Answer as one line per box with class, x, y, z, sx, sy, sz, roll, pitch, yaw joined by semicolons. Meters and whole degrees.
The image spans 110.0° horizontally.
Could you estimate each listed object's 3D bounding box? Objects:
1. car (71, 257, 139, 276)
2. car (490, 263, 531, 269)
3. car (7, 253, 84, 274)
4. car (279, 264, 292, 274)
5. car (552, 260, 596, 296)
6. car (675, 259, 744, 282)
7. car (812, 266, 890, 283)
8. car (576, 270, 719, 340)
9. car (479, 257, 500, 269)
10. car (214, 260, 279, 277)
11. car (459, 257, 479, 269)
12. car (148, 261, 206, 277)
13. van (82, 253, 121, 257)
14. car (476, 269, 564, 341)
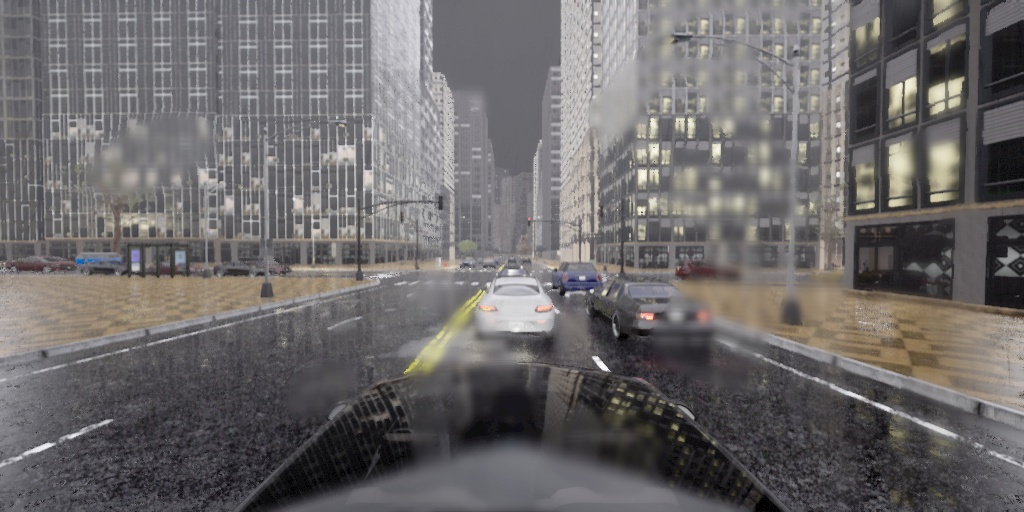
car;-34.091;1.018;30.609;4.313;1.339;1.948;0;0;1
car;0.102;1.257;18.932;2.033;1.411;5.357;0;0;0
car;-43.759;0.793;33.455;5.008;1.535;1.882;1;1;1
car;-22.709;1.072;33.007;4.181;1.385;1.994;1;1;1
car;3.353;1.061;19.214;2.097;1.767;4.553;0;0;0
car;16.198;1.219;29.768;5.009;1.841;2.192;0;0;1
car;27.646;1.529;29.570;4.829;1.417;1.751;0;0;1
car;3.353;1.279;9.829;2.033;1.411;5.357;0;0;0
car;-3.328;1.167;53.655;2.033;1.411;5.357;0;0;0
car;-22.727;1.123;30.301;4.313;1.339;1.948;0;0;1
car;-6.575;0.971;53.782;2.097;1.767;4.553;0;0;0
car;-28.411;1.087;30.435;4.207;1.307;1.802;0;0;1
van;-45.281;0.538;39.271;3.998;1.789;1.690;0;0;1
car;0.100;1.258;9.688;1.812;1.442;4.674;0;0;0
